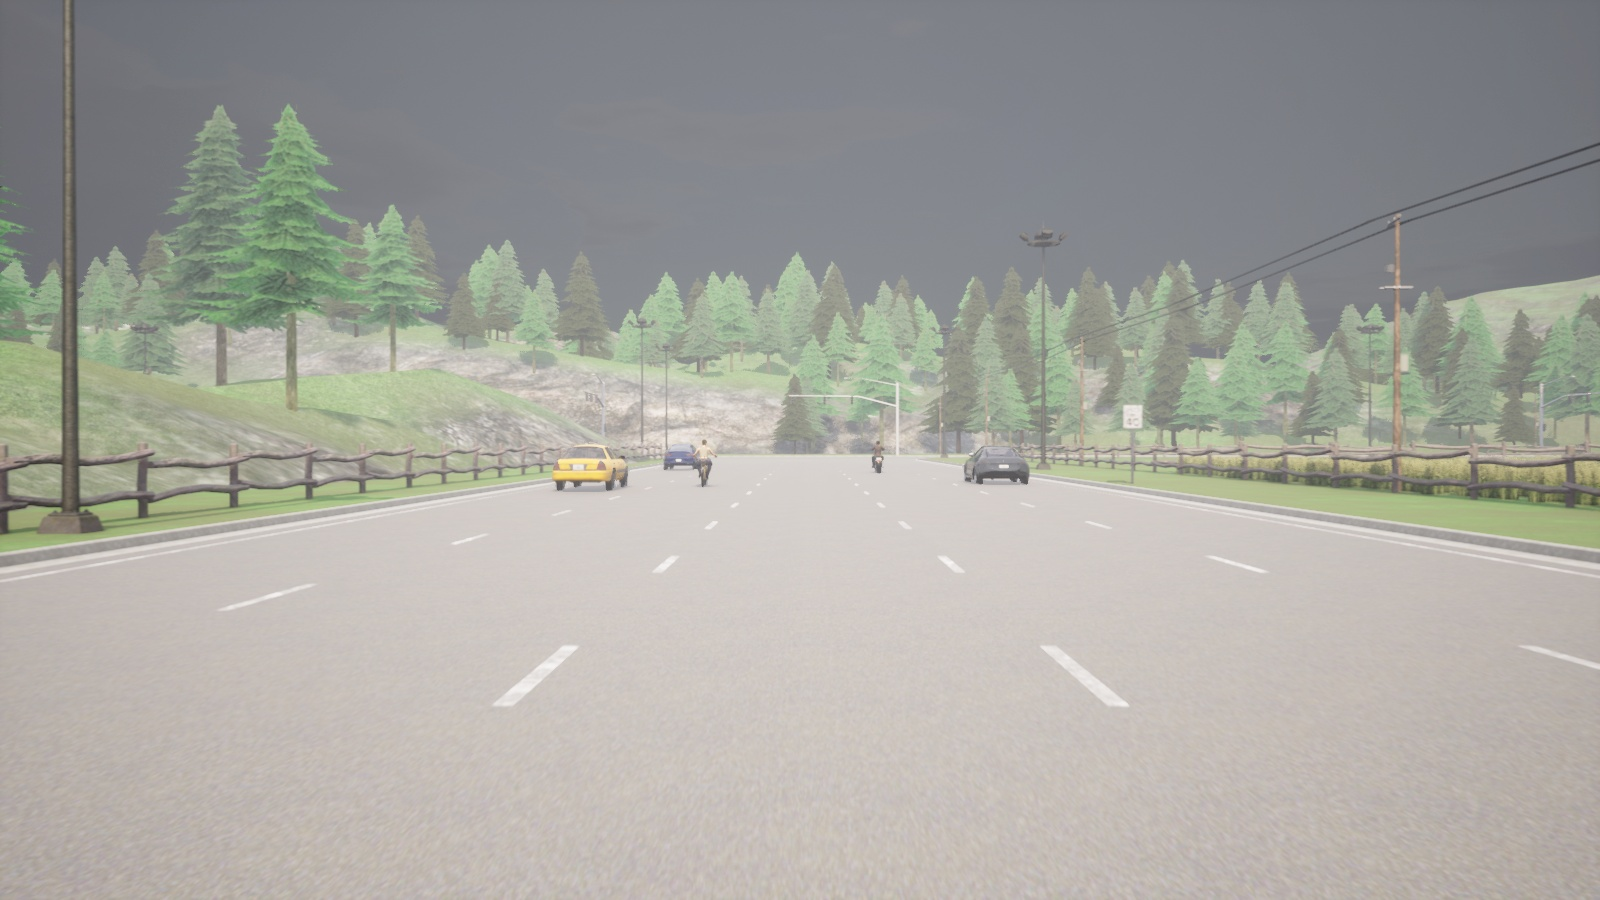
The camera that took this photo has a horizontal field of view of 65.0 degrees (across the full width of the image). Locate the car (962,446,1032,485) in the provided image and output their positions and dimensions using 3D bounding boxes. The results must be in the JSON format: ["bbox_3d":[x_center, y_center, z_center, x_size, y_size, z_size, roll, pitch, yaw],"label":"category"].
[{"bbox_3d":[7.279,0.552,46.818,1.994,1.385,4.181,0,0,0],"label":"car"}]

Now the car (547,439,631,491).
[{"bbox_3d":[-6.755,0.451,40.742,1.801,1.575,5.366,0,0,0],"label":"car"}]

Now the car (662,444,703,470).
[{"bbox_3d":[-6.586,0.368,70.715,1.812,1.442,4.674,0,0,0],"label":"car"}]
